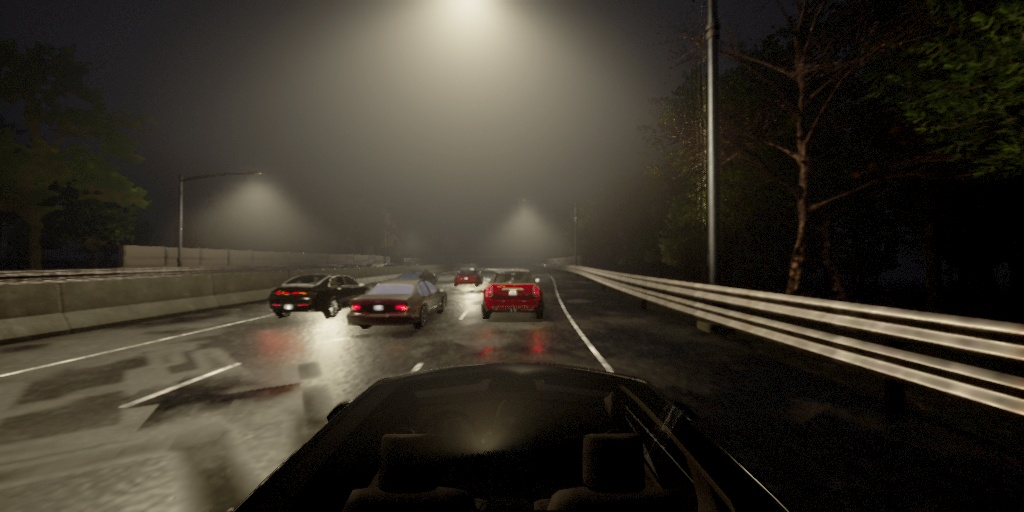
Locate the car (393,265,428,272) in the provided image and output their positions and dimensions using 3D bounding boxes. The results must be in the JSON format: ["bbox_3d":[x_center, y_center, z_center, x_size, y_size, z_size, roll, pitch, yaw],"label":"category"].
[{"bbox_3d":[-6.974,1.648,26.882,2.033,1.411,5.357,0,-1,1],"label":"car"}]

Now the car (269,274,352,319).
[{"bbox_3d":[-6.958,1.415,13.627,1.837,1.490,4.892,0,-2,0],"label":"car"}]

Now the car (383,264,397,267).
[{"bbox_3d":[-21.026,2.094,61.729,1.882,1.535,5.008,0,-1,1],"label":"car"}]

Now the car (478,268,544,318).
[{"bbox_3d":[0.045,1.270,13.959,2.097,1.767,4.553,0,-1,0],"label":"car"}]

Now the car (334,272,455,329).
[{"bbox_3d":[-3.472,1.437,11.886,2.033,1.411,5.357,0,-1,1],"label":"car"}]

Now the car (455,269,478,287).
[{"bbox_3d":[-3.455,1.697,29.108,1.994,1.385,4.181,0,-1,0],"label":"car"}]
